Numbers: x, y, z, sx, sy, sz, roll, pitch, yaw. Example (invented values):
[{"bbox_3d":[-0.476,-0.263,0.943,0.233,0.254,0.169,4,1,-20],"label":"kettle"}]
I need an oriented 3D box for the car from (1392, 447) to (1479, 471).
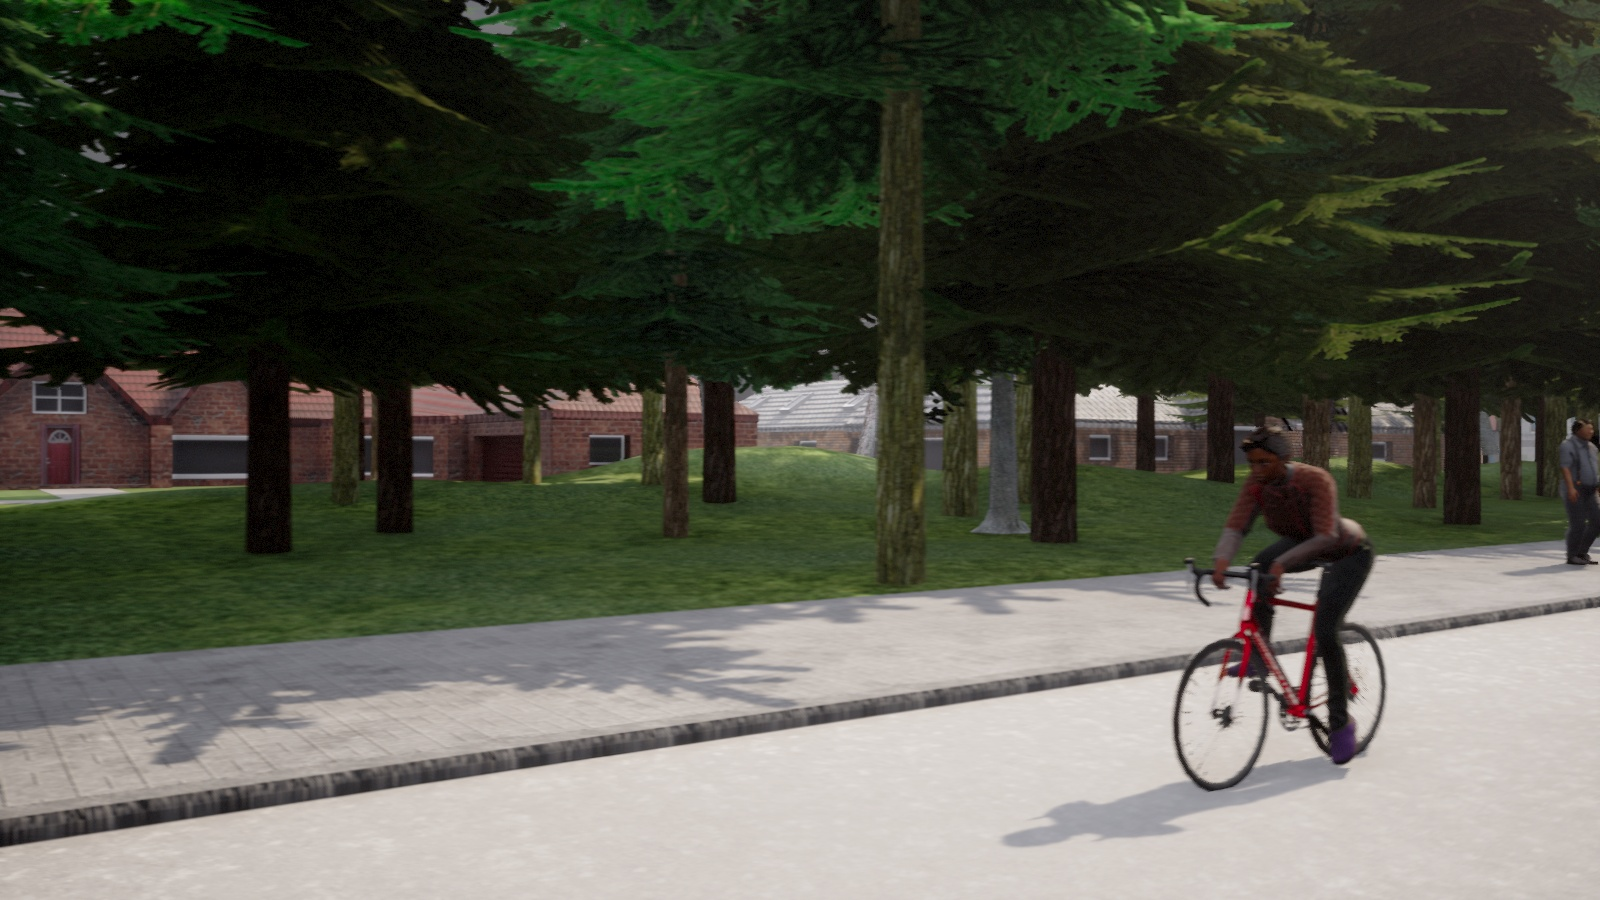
[{"bbox_3d":[44.904,0.647,88.828,2.152,1.651,5.027,0,0,-35],"label":"car"}]

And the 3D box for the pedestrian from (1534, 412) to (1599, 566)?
[{"bbox_3d":[9.571,0.472,15.502,0.540,1.848,0.694,0,0,-11],"label":"pedestrian"}]

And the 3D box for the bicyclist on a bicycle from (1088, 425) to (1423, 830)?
[{"bbox_3d":[2.113,0.707,5.739,1.656,1.620,0.582,0,0,-35],"label":"bicyclist on a bicycle"}]
